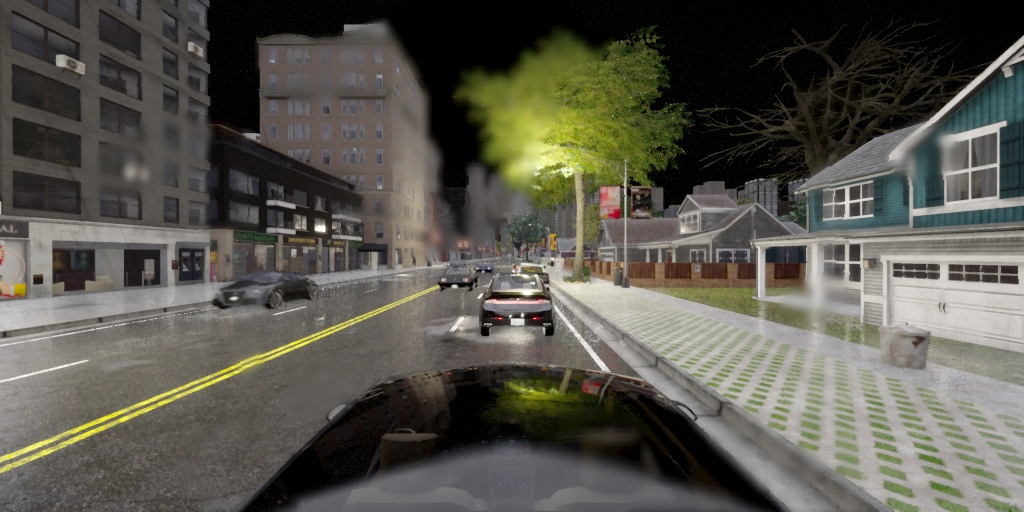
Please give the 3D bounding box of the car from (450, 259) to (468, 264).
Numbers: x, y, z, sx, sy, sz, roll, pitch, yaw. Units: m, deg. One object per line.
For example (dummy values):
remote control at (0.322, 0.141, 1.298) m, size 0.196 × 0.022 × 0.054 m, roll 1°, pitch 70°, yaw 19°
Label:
car at (-6.454, 1.321, 41.412) m, size 1.895 × 1.301 × 4.718 m, roll 0°, pitch 0°, yaw 0°

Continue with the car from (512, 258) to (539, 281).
car at (1.080, 1.082, 30.443) m, size 2.097 × 1.767 × 4.553 m, roll 0°, pitch 0°, yaw 0°

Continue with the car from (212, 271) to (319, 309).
car at (-9.803, 1.308, 14.654) m, size 1.994 × 1.385 × 4.181 m, roll 0°, pitch 0°, yaw 0°

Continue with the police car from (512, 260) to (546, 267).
police car at (1.044, 1.165, 20.583) m, size 1.930 × 1.638 × 5.238 m, roll 0°, pitch 0°, yaw 0°

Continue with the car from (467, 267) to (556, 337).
car at (0.130, 1.239, 10.333) m, size 2.128 × 1.511 × 4.902 m, roll 0°, pitch 0°, yaw 0°

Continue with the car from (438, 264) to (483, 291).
car at (-3.078, 1.340, 21.619) m, size 1.895 × 1.301 × 4.718 m, roll 0°, pitch 0°, yaw 0°

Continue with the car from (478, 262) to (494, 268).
car at (-3.009, 1.322, 40.043) m, size 1.895 × 1.301 × 4.718 m, roll 0°, pitch 0°, yaw 0°
